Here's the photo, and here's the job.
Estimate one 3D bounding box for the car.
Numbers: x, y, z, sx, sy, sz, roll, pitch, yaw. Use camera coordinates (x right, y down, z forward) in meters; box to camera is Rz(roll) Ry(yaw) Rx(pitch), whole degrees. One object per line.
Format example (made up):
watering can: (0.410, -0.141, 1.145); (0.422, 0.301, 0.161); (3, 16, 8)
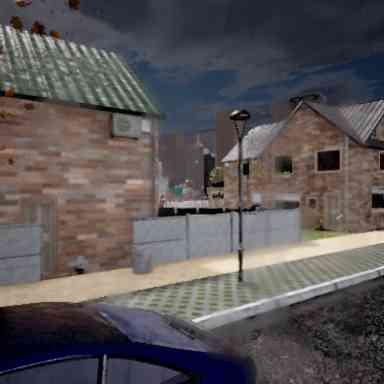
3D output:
car: (-1.395, 1.565, 2.070); (4.181, 1.385, 1.994); (0, 0, -36)
